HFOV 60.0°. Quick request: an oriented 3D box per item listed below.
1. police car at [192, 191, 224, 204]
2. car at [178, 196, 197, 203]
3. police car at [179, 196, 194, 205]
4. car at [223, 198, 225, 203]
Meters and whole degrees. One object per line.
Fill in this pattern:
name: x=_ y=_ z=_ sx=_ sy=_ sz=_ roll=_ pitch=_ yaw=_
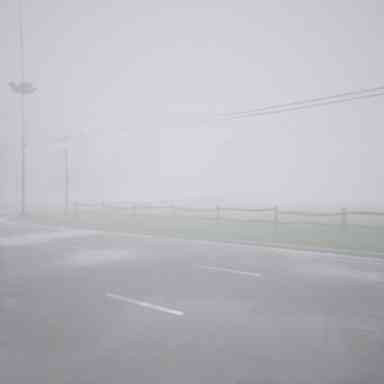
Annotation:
police car: x=3.128 y=0.962 z=63.639 sx=5.238 sy=1.930 sz=1.638 roll=1 pitch=-43 yaw=-47
car: x=-1.008 y=1.607 z=76.247 sx=1.882 sy=1.535 sz=5.008 roll=0 pitch=0 yaw=36
police car: x=0.365 y=1.412 z=64.300 sx=4.974 sy=1.542 sz=2.038 roll=-5 pitch=11 yaw=-39
car: x=5.627 y=1.626 z=73.463 sx=1.812 sy=1.442 sz=4.674 roll=0 pitch=0 yaw=36
